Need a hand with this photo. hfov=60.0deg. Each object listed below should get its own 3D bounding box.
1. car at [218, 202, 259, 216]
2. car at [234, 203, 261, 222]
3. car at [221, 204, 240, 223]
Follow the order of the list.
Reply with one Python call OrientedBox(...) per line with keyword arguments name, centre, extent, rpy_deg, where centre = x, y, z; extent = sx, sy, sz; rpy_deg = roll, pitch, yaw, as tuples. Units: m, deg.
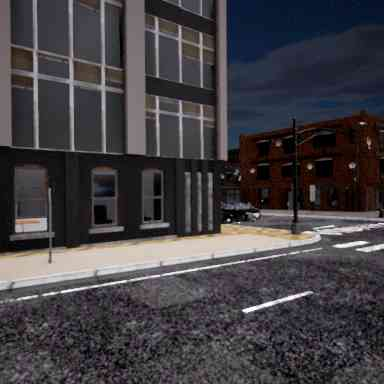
OrientedBox(name="car", centre=(5.263, 1.913, 38.109), extent=(2.008, 1.369, 4.403), rpy_deg=(-2, 0, -37))
OrientedBox(name="car", centre=(4.008, 1.822, 29.900), extent=(2.128, 1.511, 4.902), rpy_deg=(-1, 0, -37))
OrientedBox(name="car", centre=(1.636, 1.930, 28.516), extent=(1.947, 1.339, 4.313), rpy_deg=(-2, 0, -37))
